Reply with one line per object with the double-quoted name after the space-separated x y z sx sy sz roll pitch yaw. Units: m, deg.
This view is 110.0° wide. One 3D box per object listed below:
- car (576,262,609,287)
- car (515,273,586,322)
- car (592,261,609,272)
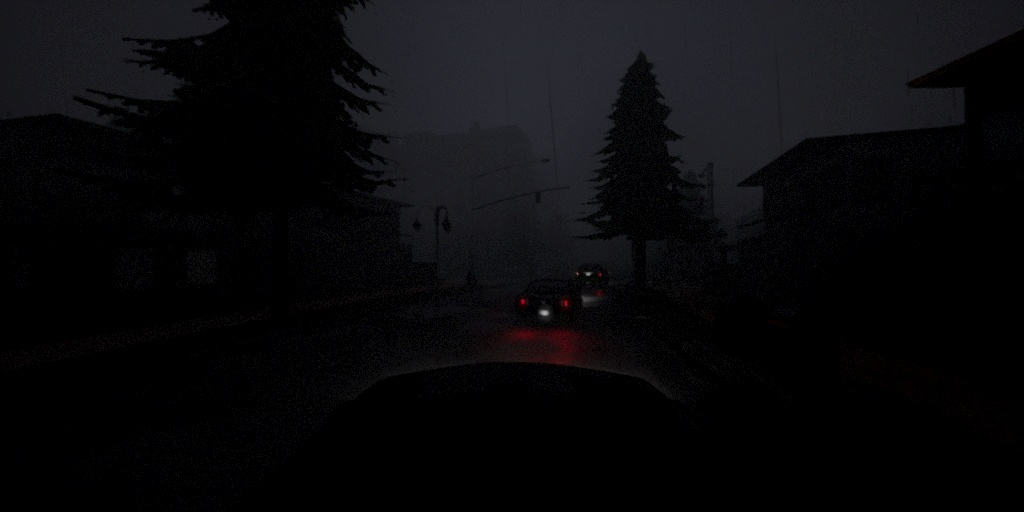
6.160 1.368 27.446 2.097 1.767 4.553 0 -1 21 "car"
1.523 1.464 13.036 1.895 1.301 4.718 0 -1 14 "car"
14.687 1.720 59.323 2.097 1.767 4.553 0 -1 23 "car"
